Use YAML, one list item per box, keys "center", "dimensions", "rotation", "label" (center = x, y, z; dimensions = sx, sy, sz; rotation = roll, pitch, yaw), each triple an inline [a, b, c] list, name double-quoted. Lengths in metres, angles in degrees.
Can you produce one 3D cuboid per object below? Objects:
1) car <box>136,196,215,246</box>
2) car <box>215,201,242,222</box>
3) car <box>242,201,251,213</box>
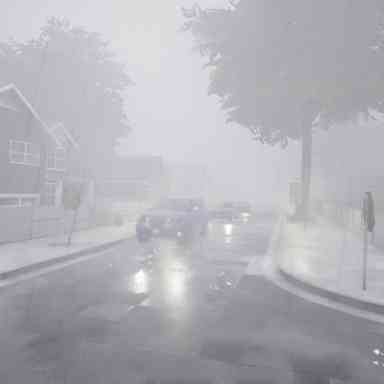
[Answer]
- center: [-0.670, 1.228, 15.840]
  dimensions: [2.150, 2.045, 5.566]
  rotation: [1, 0, 16]
  label: "car"
- center: [2.631, 1.546, 27.467]
  dimensions: [1.882, 1.535, 5.008]
  rotation: [1, 0, 16]
  label: "car"
- center: [5.750, 1.692, 38.435]
  dimensions: [1.994, 1.385, 4.181]
  rotation: [1, 0, 15]
  label: "car"
